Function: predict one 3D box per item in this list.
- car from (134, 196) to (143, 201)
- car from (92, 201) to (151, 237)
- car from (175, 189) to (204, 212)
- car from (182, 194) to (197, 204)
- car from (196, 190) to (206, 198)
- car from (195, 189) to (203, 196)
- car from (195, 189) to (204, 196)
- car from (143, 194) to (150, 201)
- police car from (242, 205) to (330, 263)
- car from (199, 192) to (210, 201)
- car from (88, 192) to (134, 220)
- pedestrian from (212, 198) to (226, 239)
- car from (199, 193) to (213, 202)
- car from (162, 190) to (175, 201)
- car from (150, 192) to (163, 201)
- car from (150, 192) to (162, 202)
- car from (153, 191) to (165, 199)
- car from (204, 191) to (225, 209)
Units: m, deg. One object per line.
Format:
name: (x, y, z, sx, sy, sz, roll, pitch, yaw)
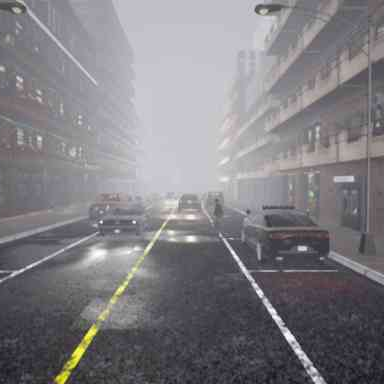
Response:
car: (-5.955, 1.012, 29.785, 1.967, 1.590, 4.097, -1, 1, 0)
car: (-3.241, 1.361, 16.594, 1.895, 1.301, 4.718, 0, 1, 0)
car: (-0.212, 0.899, 31.511, 2.097, 1.767, 4.553, 0, 1, 0)
car: (-0.328, 0.932, 46.786, 1.895, 1.301, 4.718, 0, 1, 0)
car: (2.037, 0.373, 75.129, 1.967, 1.590, 4.097, -1, 1, 0)
car: (1.890, 0.013, 92.117, 2.192, 1.841, 5.009, -1, 1, 0)
car: (1.938, 0.091, 86.454, 2.192, 1.841, 5.009, -1, 1, 0)
car: (-6.002, 1.058, 35.450, 1.947, 1.339, 4.313, -1, 1, 0)
police car: (2.905, 1.260, 11.394, 1.930, 1.638, 5.238, 0, 1, 0)
car: (2.185, 0.753, 58.142, 1.802, 1.307, 4.206, -1, 1, 0)
car: (-5.908, 0.968, 24.120, 2.192, 1.841, 5.009, -1, 1, 0)
pedestrian: (1.116, 1.090, 14.220, 0.375, 1.860, 0.375, -1, 2, -5)
car: (2.233, 0.817, 52.479, 1.947, 1.339, 4.313, -1, 1, 0)
car: (-3.557, 0.689, 57.222, 1.837, 1.490, 4.892, 0, 1, 0)
car: (-6.195, 0.700, 57.933, 1.752, 1.417, 4.829, -1, 1, 0)
car: (-6.147, 0.780, 52.269, 1.752, 1.417, 4.829, -1, 1, 0)
car: (-6.244, 0.620, 63.596, 1.752, 1.417, 4.829, -1, 1, 0)
car: (2.375, 0.805, 35.486, 2.192, 1.841, 5.009, -1, 1, 0)
